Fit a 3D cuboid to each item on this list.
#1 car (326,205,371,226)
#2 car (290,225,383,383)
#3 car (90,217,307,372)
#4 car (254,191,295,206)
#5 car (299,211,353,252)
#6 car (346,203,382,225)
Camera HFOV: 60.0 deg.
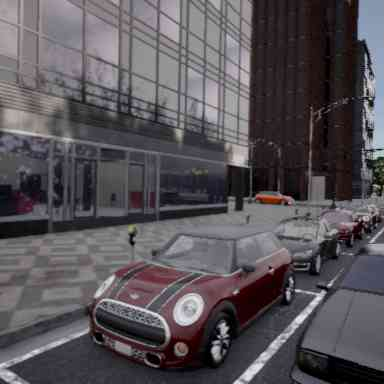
[{"bbox_3d":[6.420,1.472,14.683,1.887,1.381,4.507,2,1,34],"label":"car"},{"bbox_3d":[3.137,1.540,4.907,2.033,1.411,5.357,2,1,34],"label":"car"},{"bbox_3d":[0.304,1.353,5.644,1.967,1.590,4.097,2,1,34],"label":"car"},{"bbox_3d":[9.806,0.697,39.413,4.553,1.767,2.097,3,2,34],"label":"car"},{"bbox_3d":[3.360,1.471,10.164,2.008,1.369,4.403,2,1,34],"label":"car"},{"bbox_3d":[9.482,1.376,19.201,1.967,1.590,4.097,2,1,34],"label":"car"}]
